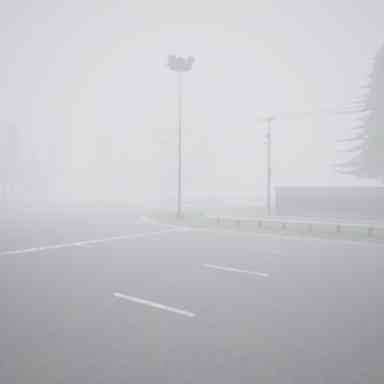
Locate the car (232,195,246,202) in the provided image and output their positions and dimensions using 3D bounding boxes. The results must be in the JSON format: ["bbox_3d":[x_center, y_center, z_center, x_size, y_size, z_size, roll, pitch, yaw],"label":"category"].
[{"bbox_3d":[10.506,1.300,66.738,1.812,1.442,4.674,0,1,37],"label":"car"}]

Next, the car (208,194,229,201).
[{"bbox_3d":[5.749,1.263,72.015,2.033,1.411,5.357,1,0,37],"label":"car"}]

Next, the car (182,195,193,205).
[{"bbox_3d":[0.786,1.337,53.425,1.994,1.385,4.181,1,0,36],"label":"car"}]

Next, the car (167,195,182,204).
[{"bbox_3d":[-1.550,1.273,56.156,1.812,1.442,4.674,1,0,36],"label":"car"}]

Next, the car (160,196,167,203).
[{"bbox_3d":[-3.716,1.213,59.116,2.128,1.511,4.902,1,0,36],"label":"car"}]

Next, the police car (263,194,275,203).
[{"bbox_3d":[15.717,1.251,62.000,1.930,1.638,5.238,1,0,36],"label":"police car"}]

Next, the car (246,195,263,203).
[{"bbox_3d":[12.648,1.364,63.762,1.994,1.385,4.181,0,0,37],"label":"car"}]

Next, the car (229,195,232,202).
[{"bbox_3d":[8.024,1.344,69.252,1.895,1.301,4.718,1,0,37],"label":"car"}]

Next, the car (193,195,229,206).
[{"bbox_3d":[2.953,1.347,50.464,2.033,1.411,5.357,1,0,36],"label":"car"}]
